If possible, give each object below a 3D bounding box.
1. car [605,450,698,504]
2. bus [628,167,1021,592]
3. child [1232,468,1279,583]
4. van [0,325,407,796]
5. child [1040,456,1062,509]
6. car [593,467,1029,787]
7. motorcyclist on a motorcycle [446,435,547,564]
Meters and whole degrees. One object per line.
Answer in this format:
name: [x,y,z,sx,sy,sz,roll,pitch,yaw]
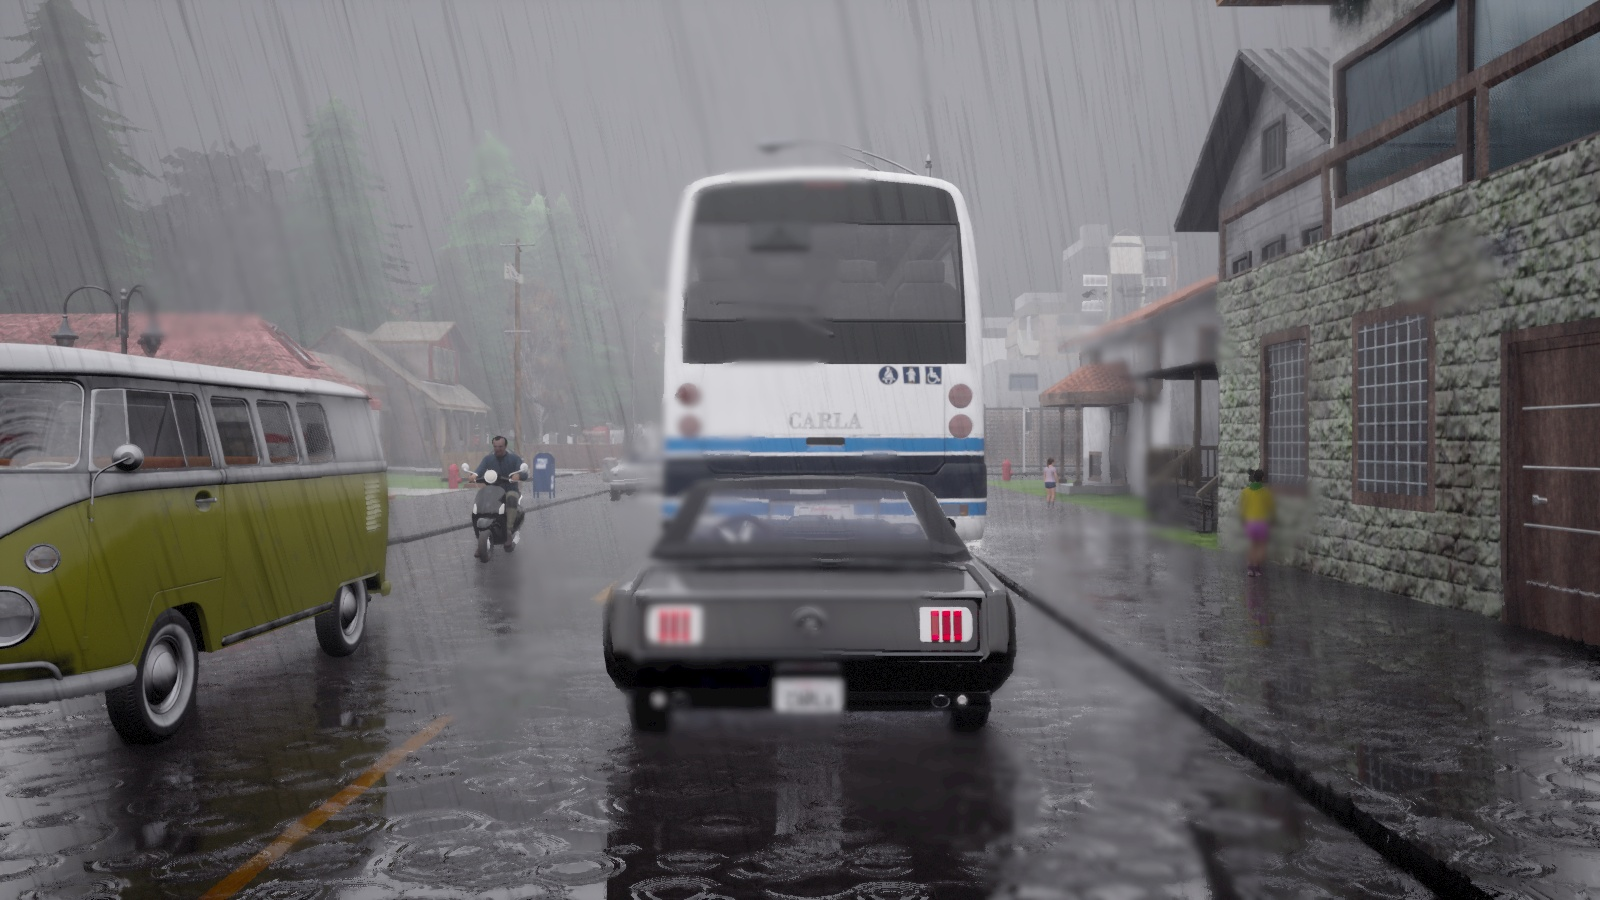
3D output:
car: [-3.829,0.657,33.134,1.895,1.301,4.718,0,0,0]
bus: [0.139,-0.730,17.748,3.944,4.253,10.273,0,0,-1]
child: [4.713,0.767,12.990,0.299,1.160,0.473,0,0,40]
van: [-3.948,0.454,7.526,1.775,1.987,4.442,0,0,0]
child: [5.348,0.689,26.753,0.394,1.110,0.255,0,0,-43]
car: [0.053,0.803,7.818,1.895,1.301,4.718,0,0,0]
motorcyclist on a motorcycle: [-3.907,0.605,16.322,0.866,1.590,1.817,0,0,0]
